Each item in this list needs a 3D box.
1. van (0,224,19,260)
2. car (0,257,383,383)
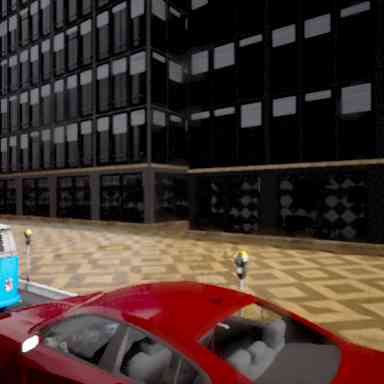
[{"bbox_3d":[-5.014,1.410,6.446,3.998,1.788,1.690,-1,0,35],"label":"van"},{"bbox_3d":[-0.397,1.563,3.155,4.507,1.381,1.887,-1,0,35],"label":"car"}]
